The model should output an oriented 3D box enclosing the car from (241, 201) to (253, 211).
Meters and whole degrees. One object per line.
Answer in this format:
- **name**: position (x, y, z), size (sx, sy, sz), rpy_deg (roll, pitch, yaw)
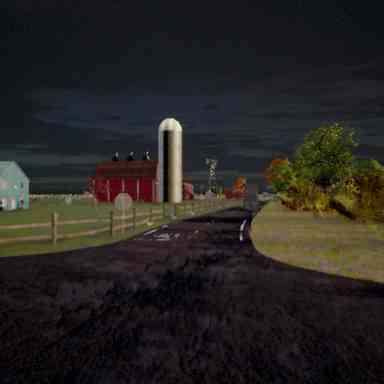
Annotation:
- **car**: position (8.719, 2.091, 51.706), size (1.837, 1.490, 4.892), rpy_deg (0, -1, 14)
